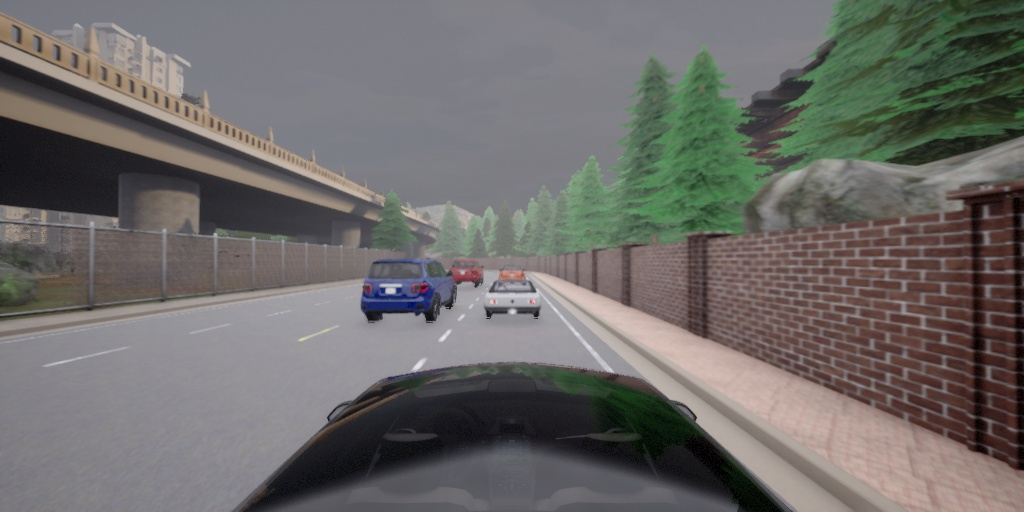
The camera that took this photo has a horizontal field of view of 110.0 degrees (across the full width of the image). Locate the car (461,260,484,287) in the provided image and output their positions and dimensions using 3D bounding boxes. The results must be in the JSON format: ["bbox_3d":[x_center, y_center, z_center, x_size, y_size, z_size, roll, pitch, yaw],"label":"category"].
[{"bbox_3d":[-3.478,1.315,28.076,2.150,2.045,5.566,0,0,0],"label":"car"}]

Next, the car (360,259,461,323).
[{"bbox_3d":[-3.470,1.120,13.000,2.150,2.045,5.566,0,0,0],"label":"car"}]

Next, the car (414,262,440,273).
[{"bbox_3d":[-13.758,1.831,57.868,4.553,1.767,2.097,-1,-1,44],"label":"car"}]

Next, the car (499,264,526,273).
[{"bbox_3d":[0.029,1.455,29.085,2.097,1.767,4.553,0,-1,0],"label":"car"}]

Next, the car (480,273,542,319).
[{"bbox_3d":[0.034,1.504,13.560,1.895,1.301,4.718,0,-1,0],"label":"car"}]
